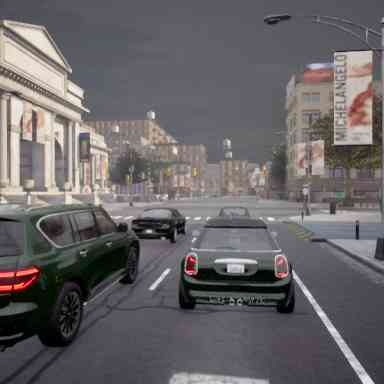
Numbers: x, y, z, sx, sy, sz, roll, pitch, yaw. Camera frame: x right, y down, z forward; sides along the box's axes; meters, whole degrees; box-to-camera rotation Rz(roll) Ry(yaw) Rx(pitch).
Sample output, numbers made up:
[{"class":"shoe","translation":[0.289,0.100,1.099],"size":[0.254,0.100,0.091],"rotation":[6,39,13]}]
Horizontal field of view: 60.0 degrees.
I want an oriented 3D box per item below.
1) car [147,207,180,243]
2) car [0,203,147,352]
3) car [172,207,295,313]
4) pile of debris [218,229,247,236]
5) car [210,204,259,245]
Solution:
[{"class":"car","translation":[-1.459,1.477,16.207],"size":[1.882,1.535,5.008],"rotation":[0,0,7]},{"class":"car","translation":[-2.671,1.221,6.533],"size":[2.150,2.045,5.566],"rotation":[0,0,6]},{"class":"car","translation":[1.009,1.352,7.903],"size":[2.097,1.767,4.553],"rotation":[0,0,7]},{"class":"pile of debris","translation":[2.192,2.175,17.989],"size":[1.500,0.140,1.860],"rotation":[0,0,8]},{"class":"car","translation":[2.136,1.489,16.752],"size":[2.128,1.511,4.902],"rotation":[0,0,7]}]
